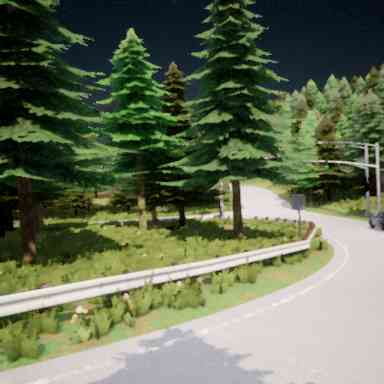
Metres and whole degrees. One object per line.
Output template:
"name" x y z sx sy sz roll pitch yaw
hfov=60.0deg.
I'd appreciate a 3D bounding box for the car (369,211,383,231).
"car" 14.845 2.107 25.041 1.812 1.442 4.674 -2 -2 14
